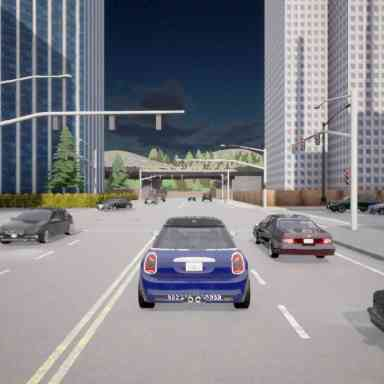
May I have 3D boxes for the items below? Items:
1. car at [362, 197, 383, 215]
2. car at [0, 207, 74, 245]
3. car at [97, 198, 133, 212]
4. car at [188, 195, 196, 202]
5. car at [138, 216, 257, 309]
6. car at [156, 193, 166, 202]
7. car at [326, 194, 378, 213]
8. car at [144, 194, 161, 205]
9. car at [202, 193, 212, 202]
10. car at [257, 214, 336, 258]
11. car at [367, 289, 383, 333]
[{"bbox_3d":[20.003,1.526,33.134,4.674,1.442,1.812,0,0,0],"label":"car"},{"bbox_3d":[-7.108,1.505,15.702,1.837,1.490,4.892,0,0,0],"label":"car"},{"bbox_3d":[-9.037,1.491,39.336,2.128,1.511,4.902,1,0,29],"label":"car"},{"bbox_3d":[-0.040,1.501,77.749,1.812,1.442,4.674,0,0,0],"label":"car"},{"bbox_3d":[0.055,1.352,8.059,2.097,1.767,4.553,0,0,0],"label":"car"},{"bbox_3d":[-7.038,1.223,73.377,2.150,2.045,5.566,0,0,0],"label":"car"},{"bbox_3d":[17.825,1.221,36.667,5.566,2.045,2.150,0,0,0],"label":"car"},{"bbox_3d":[-7.112,1.492,57.799,2.128,1.511,4.902,0,0,0],"label":"car"},{"bbox_3d":[3.460,1.203,77.780,2.150,2.045,5.566,0,0,0],"label":"car"},{"bbox_3d":[3.604,1.547,12.688,2.033,1.411,5.357,0,0,1],"label":"car"},{"bbox_3d":[3.600,1.547,2.620,2.033,1.411,5.357,0,0,0],"label":"car"}]
